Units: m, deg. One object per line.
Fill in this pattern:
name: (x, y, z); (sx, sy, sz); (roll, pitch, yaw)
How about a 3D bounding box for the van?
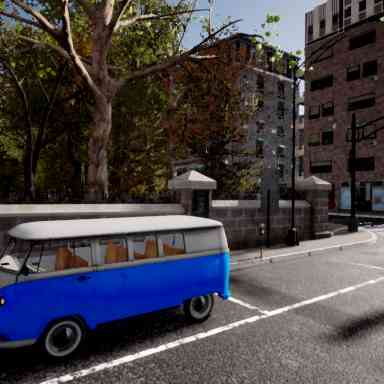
van: (-1.202, 1.342, 5.644); (3.998, 1.788, 1.690); (0, 1, -36)
